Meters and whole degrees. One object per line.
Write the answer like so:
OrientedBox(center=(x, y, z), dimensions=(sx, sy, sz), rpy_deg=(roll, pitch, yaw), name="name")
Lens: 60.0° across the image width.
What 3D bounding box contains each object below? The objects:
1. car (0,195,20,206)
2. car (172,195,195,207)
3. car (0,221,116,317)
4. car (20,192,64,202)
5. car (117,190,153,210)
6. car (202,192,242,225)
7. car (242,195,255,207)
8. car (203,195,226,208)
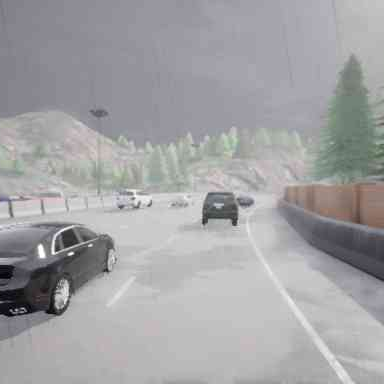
OrientedBox(center=(-19.773, 1.074, 38.420), dimensions=(1.895, 1.301, 4.718), rpy_deg=(0, 1, 14), name="car")
OrientedBox(center=(-1.046, 1.058, 40.294), dimensions=(1.812, 1.442, 4.674), rpy_deg=(0, 1, 16), name="car")
OrientedBox(center=(-3.125, 1.407, 7.346), dimensions=(1.837, 1.490, 4.892), rpy_deg=(0, 1, 3), name="car")
OrientedBox(center=(-16.419, 0.852, 37.293), dimensions=(2.097, 1.767, 4.553), rpy_deg=(0, 1, 14), name="car")
OrientedBox(center=(-6.009, 0.789, 35.461), dimensions=(2.150, 2.045, 5.566), rpy_deg=(0, 1, 14), name="car")
OrientedBox(center=(2.007, 0.976, 22.194), dimensions=(2.150, 2.045, 5.566), rpy_deg=(0, 1, 9), name="car")
OrientedBox(center=(6.724, 1.113, 41.888), dimensions=(1.994, 1.385, 4.181), rpy_deg=(0, 1, 18), name="car")
OrientedBox(center=(2.886, 1.104, 41.212), dimensions=(1.994, 1.385, 4.181), rpy_deg=(0, 1, 17), name="car")
